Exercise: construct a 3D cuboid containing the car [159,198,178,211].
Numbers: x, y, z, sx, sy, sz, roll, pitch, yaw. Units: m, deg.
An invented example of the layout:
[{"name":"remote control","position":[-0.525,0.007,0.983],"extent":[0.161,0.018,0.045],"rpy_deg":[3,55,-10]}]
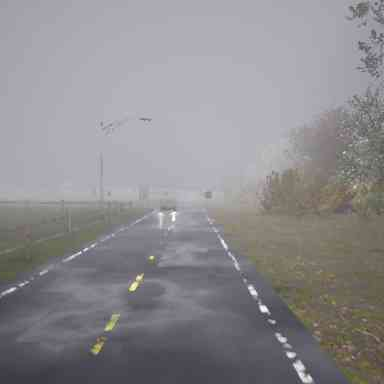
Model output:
[{"name":"car","position":[-2.750,1.540,39.650],"extent":[1.837,1.490,4.892],"rpy_deg":[0,0,0]}]
